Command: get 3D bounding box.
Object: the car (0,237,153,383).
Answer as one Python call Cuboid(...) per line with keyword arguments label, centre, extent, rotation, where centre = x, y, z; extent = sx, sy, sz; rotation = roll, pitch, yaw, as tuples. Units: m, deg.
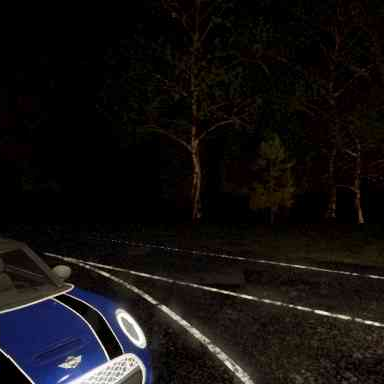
Cuboid(label="car", centre=(-2.592, 1.338, 3.733), extent=(4.553, 1.767, 2.097), rotation=(1, 0, 35))
